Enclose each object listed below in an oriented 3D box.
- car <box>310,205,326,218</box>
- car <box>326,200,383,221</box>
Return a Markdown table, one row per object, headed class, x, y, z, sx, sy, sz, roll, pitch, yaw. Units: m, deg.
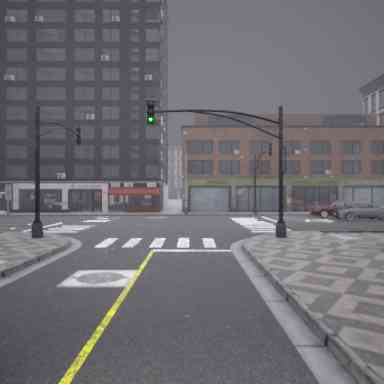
| class | x | y | z | sx | sy | sz | roll | pitch | yaw |
| --- | --- | --- | --- | --- | --- | --- | --- | --- | --- |
| car | 13.167 | 1.515 | 29.846 | 5.008 | 1.535 | 1.882 | 0 | -1 | 1 |
| car | 13.420 | 1.572 | 26.592 | 4.181 | 1.385 | 1.994 | 0 | -1 | 0 |
